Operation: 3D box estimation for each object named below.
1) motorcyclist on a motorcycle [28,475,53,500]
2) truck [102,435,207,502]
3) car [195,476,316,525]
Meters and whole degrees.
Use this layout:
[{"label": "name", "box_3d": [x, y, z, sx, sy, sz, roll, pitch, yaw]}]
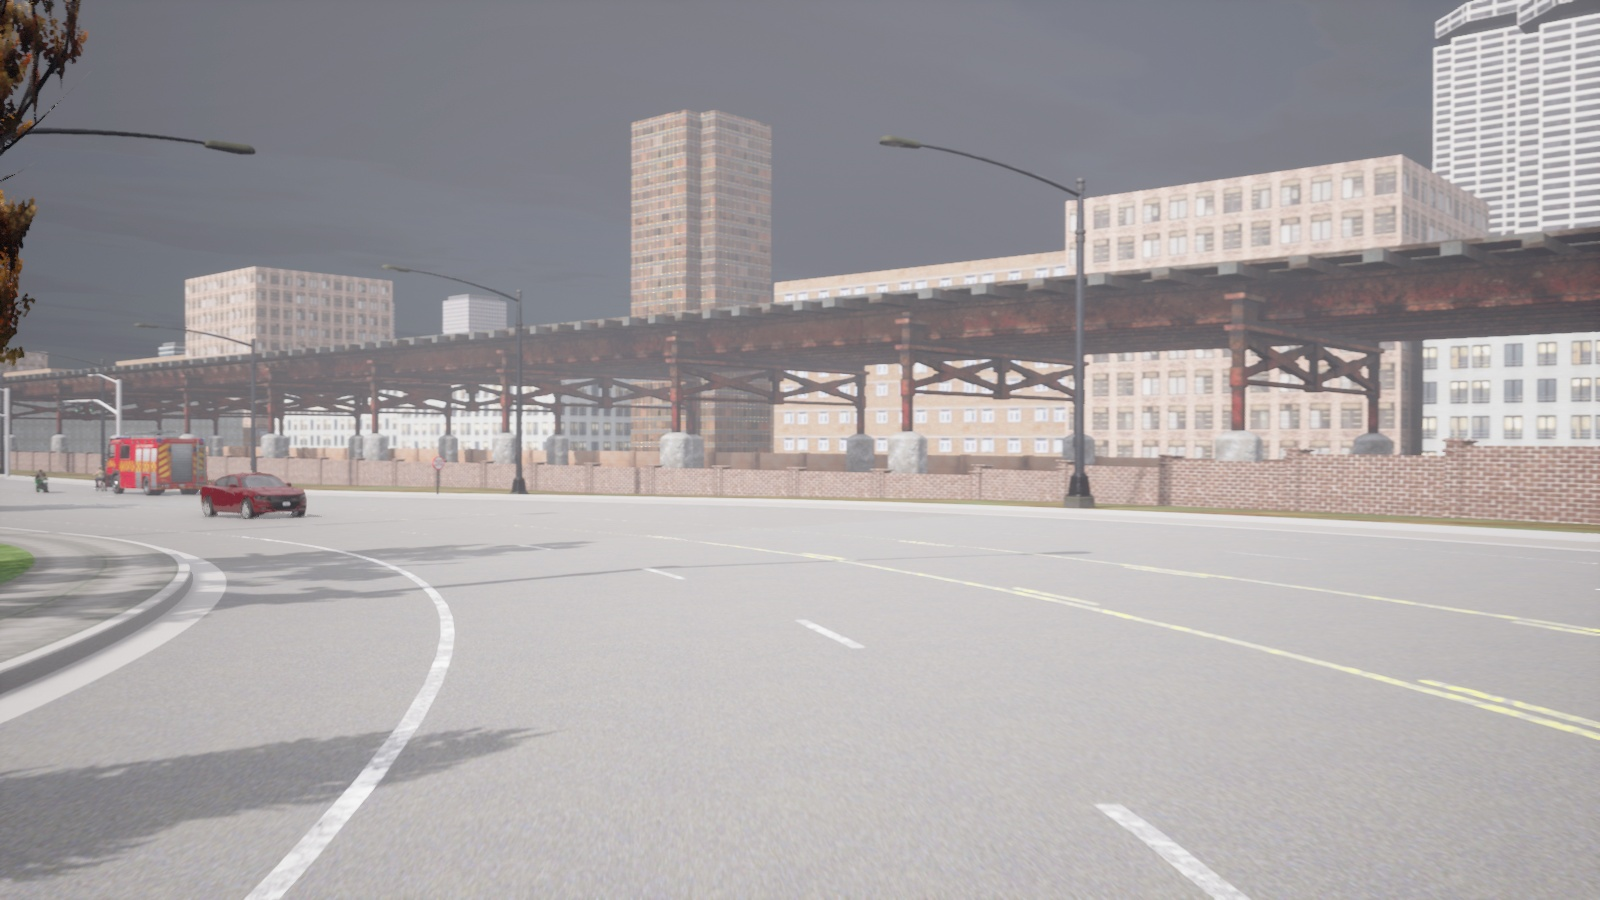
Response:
[{"label": "motorcyclist on a motorcycle", "box_3d": [-48.139, 2.377, 79.602, 2.044, 1.523, 0.797, -1, 0, 43]}, {"label": "truck", "box_3d": [-39.212, 1.102, 76.083, 8.468, 3.827, 2.891, -1, 0, 43]}, {"label": "car", "box_3d": [-18.501, 1.673, 42.579, 5.008, 1.535, 1.882, -2, -1, 43]}]
